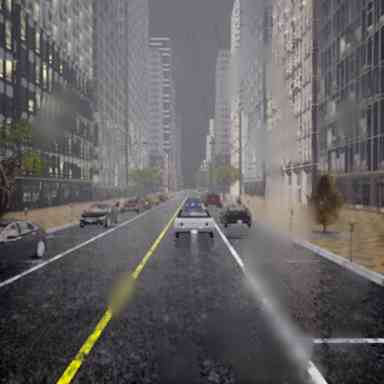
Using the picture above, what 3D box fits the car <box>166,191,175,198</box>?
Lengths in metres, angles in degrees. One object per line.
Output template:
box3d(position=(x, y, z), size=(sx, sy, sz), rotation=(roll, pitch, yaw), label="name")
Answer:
box3d(position=(-5.702, 0.718, 89.089), size=(2.192, 1.841, 5.009), rotation=(-1, 0, 0), label="car")

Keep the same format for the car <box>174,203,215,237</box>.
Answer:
box3d(position=(0.101, 1.486, 17.261), size=(1.895, 1.301, 4.718), rotation=(0, 0, 0), label="car")

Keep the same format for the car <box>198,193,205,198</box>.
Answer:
box3d(position=(2.681, 0.915, 94.775), size=(2.008, 1.369, 4.403), rotation=(-1, 0, 0), label="car")

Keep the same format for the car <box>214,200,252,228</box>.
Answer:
box3d(position=(2.683, 1.412, 20.888), size=(2.008, 1.369, 4.403), rotation=(-1, 0, 0), label="car")

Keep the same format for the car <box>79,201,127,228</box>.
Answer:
box3d(position=(-5.698, 1.413, 20.888), size=(2.008, 1.369, 4.403), rotation=(-1, 0, 0), label="car")

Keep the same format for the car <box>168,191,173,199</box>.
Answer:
box3d(position=(-5.699, 1.071, 72.040), size=(2.008, 1.369, 4.403), rotation=(-1, 0, 0), label="car")

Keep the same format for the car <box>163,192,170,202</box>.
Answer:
box3d(position=(-5.699, 1.163, 60.673), size=(1.947, 1.339, 4.313), rotation=(-1, 0, 0), label="car")

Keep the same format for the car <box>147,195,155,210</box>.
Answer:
box3d(position=(-5.699, 1.189, 37.938), size=(1.967, 1.590, 4.097), rotation=(-1, 0, 0), label="car")

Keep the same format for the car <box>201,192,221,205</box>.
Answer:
box3d(position=(2.680, 1.026, 43.621), size=(2.192, 1.841, 5.009), rotation=(-1, 0, 0), label="car")

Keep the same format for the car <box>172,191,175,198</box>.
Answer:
box3d(position=(-5.700, 0.882, 83.407), size=(1.967, 1.590, 4.097), rotation=(-1, 0, 0), label="car")

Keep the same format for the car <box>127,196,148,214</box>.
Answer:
box3d(position=(-5.698, 1.368, 32.255), size=(1.802, 1.307, 4.206), rotation=(-1, 0, 0), label="car")

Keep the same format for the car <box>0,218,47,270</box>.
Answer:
box3d(position=(-5.698, 1.488, 9.521), size=(2.008, 1.369, 4.403), rotation=(-1, 0, 0), label="car")

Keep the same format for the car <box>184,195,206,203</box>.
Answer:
box3d(position=(0.101, 1.311, 35.561), size=(2.033, 1.411, 5.357), rotation=(0, 0, 0), label="car")

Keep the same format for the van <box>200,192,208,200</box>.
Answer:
box3d(position=(2.679, 0.822, 77.722), size=(1.690, 1.788, 3.998), rotation=(-1, 0, 0), label="van")

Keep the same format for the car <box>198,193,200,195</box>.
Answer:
box3d(position=(2.681, 1.036, 60.673), size=(1.967, 1.590, 4.097), rotation=(-1, 0, 0), label="car")

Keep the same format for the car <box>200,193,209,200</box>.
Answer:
box3d(position=(2.680, 0.959, 72.040), size=(1.967, 1.590, 4.097), rotation=(-1, 0, 0), label="car")

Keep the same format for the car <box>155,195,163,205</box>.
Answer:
box3d(position=(-5.698, 1.200, 49.136), size=(1.752, 1.417, 4.829), rotation=(-1, 0, 0), label="car")

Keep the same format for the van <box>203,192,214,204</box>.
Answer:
box3d(position=(2.680, 0.976, 54.989), size=(1.690, 1.788, 3.998), rotation=(-1, 0, 0), label="van")
